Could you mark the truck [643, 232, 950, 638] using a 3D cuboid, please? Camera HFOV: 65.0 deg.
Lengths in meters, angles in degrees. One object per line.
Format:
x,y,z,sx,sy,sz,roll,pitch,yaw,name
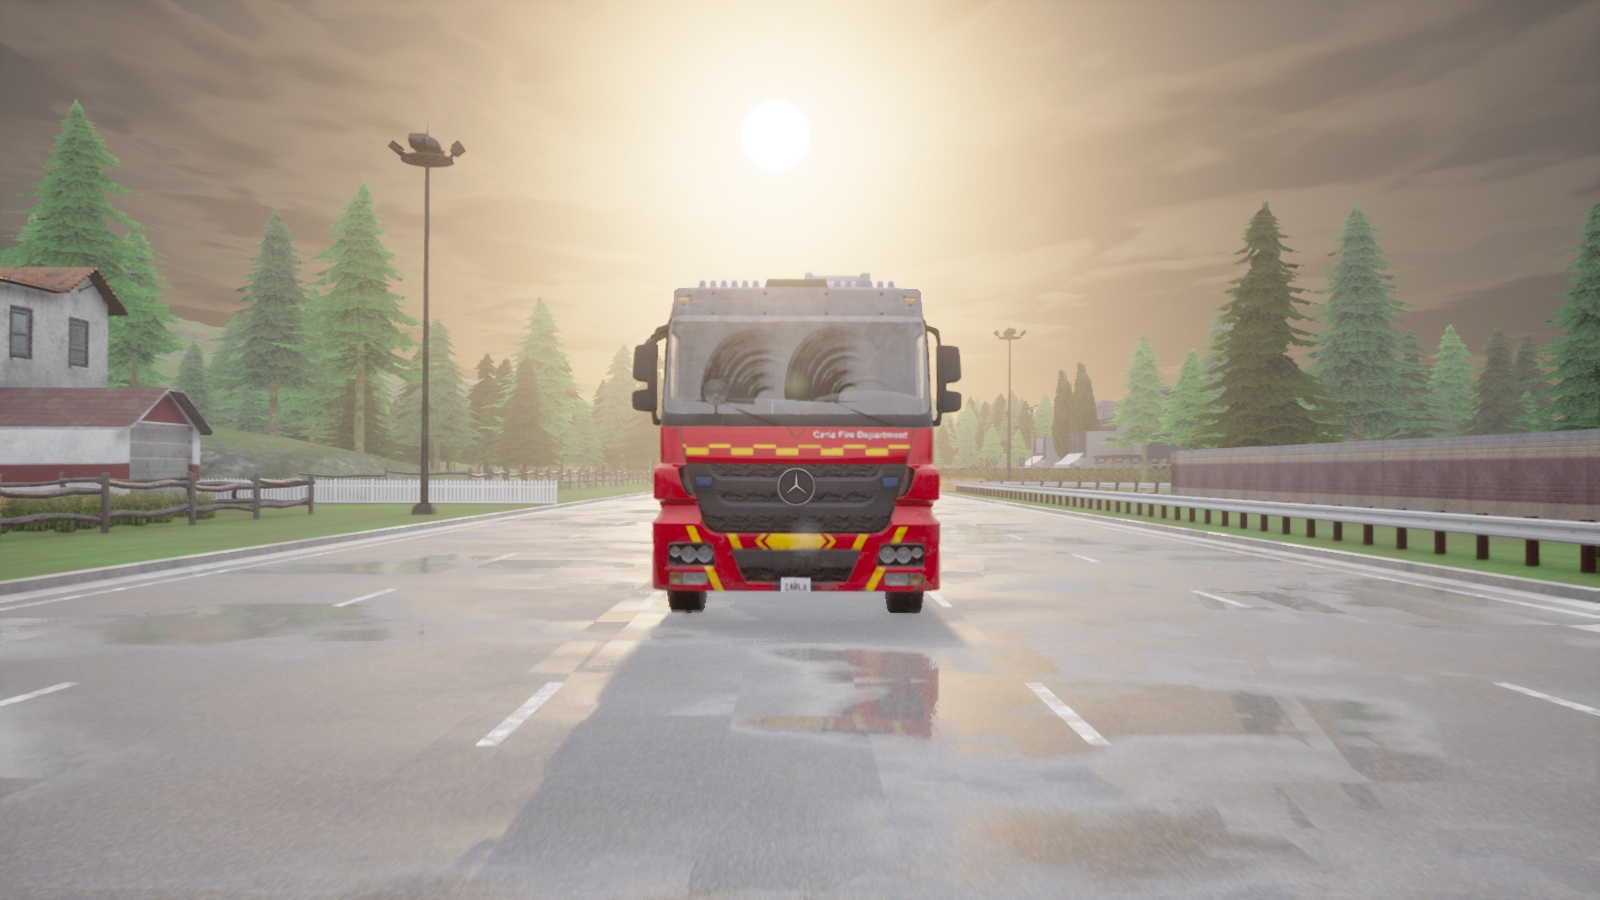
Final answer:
-0.042,-0.081,16.121,2.891,3.827,8.468,0,-1,0,truck
